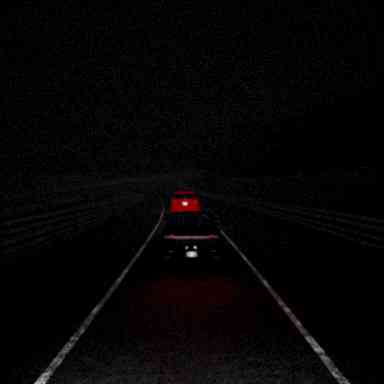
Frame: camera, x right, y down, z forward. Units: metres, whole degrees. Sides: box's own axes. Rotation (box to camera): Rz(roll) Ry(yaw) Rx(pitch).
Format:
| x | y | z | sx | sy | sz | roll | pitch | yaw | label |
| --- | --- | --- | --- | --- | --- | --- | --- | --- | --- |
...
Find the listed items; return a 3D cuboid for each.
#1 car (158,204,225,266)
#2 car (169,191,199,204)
| x | y | z | sx | sy | sz | roll | pitch | yaw | label |
| --- | --- | --- | --- | --- | --- | --- | --- | --- | --- |
| -0.034 | 1.358 | 10.973 | 2.128 | 1.511 | 4.902 | 0 | 1 | -1 | car |
| -0.622 | 0.899 | 26.635 | 2.150 | 2.045 | 5.566 | 0 | 1 | -3 | car |
